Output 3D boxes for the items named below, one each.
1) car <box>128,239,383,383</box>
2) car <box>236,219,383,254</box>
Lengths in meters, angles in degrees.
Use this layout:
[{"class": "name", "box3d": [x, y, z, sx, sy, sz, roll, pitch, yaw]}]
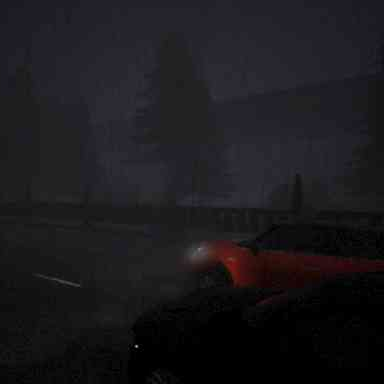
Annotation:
[{"class": "car", "box3d": [1.618, 1.478, 2.839, 5.008, 1.535, 1.882, 0, 0, 35]}, {"class": "car", "box3d": [2.121, 1.352, 6.773, 4.553, 1.767, 2.097, 0, 0, 36]}]
